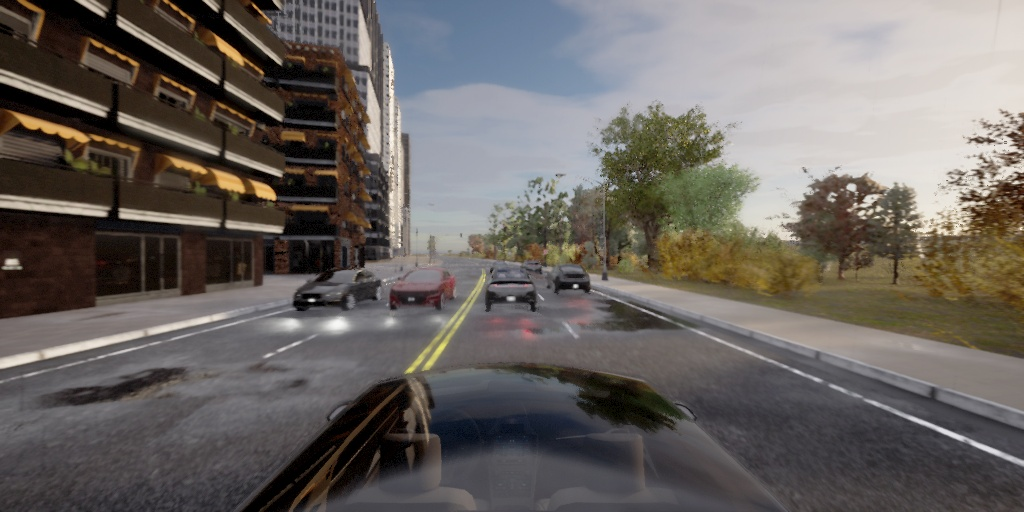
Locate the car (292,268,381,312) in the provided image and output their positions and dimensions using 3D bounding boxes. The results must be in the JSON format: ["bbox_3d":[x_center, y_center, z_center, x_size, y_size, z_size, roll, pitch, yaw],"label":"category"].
[{"bbox_3d":[-6.715,1.243,14.372,1.837,1.490,4.892,0,0,-1],"label":"car"}]

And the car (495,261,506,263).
[{"bbox_3d":[-1.299,1.221,38.301,1.994,1.385,4.181,0,0,-4],"label":"car"}]

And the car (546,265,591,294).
[{"bbox_3d":[2.989,1.206,19.745,1.837,1.490,4.892,0,0,-2],"label":"car"}]

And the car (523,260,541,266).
[{"bbox_3d":[1.996,1.142,37.848,2.128,1.511,4.902,0,0,-4],"label":"car"}]

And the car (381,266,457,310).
[{"bbox_3d":[-3.468,1.206,14.703,1.882,1.535,5.008,0,0,-1],"label":"car"}]

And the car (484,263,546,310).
[{"bbox_3d":[-0.086,1.213,14.376,2.128,1.511,4.902,0,0,-2],"label":"car"}]
